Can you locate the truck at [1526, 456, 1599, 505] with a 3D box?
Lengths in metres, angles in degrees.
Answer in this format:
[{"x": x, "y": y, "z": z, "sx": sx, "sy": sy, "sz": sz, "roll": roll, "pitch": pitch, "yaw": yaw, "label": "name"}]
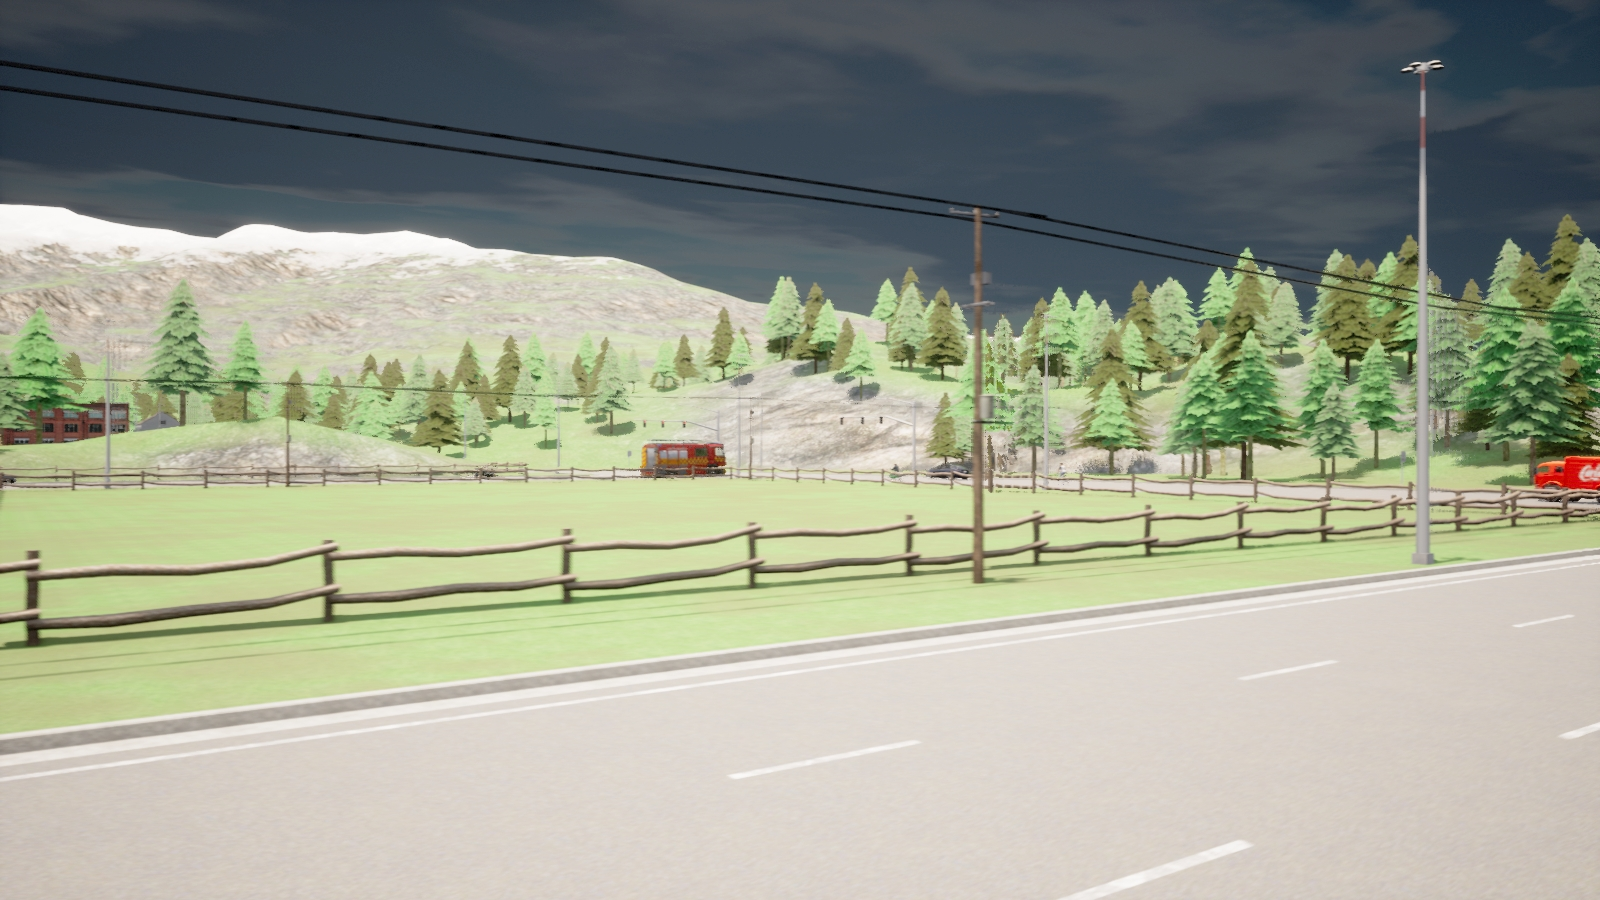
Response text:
[{"x": 41.505, "y": 1.570, "z": 59.883, "sx": 2.627, "sy": 2.467, "sz": 5.204, "roll": 0, "pitch": 0, "yaw": -29, "label": "truck"}]
